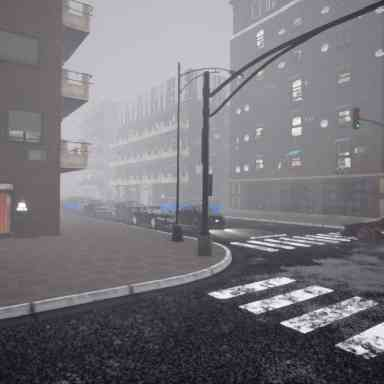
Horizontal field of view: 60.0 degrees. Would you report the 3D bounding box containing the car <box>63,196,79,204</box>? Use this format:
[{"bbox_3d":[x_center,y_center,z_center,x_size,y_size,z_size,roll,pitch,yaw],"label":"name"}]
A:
[{"bbox_3d":[-24.610,1.614,67.487,1.967,1.590,4.097,1,-1,-35],"label":"car"}]

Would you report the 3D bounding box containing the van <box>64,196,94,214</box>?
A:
[{"bbox_3d":[-11.989,1.361,35.403,1.690,1.788,3.998,1,-1,-35],"label":"van"}]

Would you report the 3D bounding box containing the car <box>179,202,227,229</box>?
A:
[{"bbox_3d":[0.388,1.581,21.845,1.994,1.385,4.181,1,-1,-35],"label":"car"}]

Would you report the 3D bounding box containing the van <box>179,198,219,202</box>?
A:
[{"bbox_3d":[0.858,1.439,30.686,1.690,1.788,3.998,1,-1,-35],"label":"van"}]

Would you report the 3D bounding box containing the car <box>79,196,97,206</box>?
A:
[{"bbox_3d":[-18.243,1.597,58.287,1.967,1.590,4.097,1,-1,-35],"label":"car"}]

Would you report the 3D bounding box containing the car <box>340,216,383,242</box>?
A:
[{"bbox_3d":[9.570,1.559,14.792,5.357,1.411,2.033,0,0,28],"label":"car"}]

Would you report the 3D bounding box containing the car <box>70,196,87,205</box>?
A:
[{"bbox_3d":[-21.427,1.606,62.887,1.967,1.590,4.097,1,-1,-35],"label":"car"}]

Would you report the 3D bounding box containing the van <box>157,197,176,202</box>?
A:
[{"bbox_3d":[-2.326,1.450,35.286,1.690,1.788,3.998,1,-1,-35],"label":"van"}]

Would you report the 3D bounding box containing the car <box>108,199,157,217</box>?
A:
[{"bbox_3d":[-5.517,1.528,30.381,2.128,1.511,4.902,1,-1,-35],"label":"car"}]

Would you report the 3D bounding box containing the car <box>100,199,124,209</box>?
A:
[{"bbox_3d":[-11.878,1.683,49.086,1.887,1.381,4.507,1,-1,-35],"label":"car"}]

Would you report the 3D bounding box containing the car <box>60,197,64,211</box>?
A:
[{"bbox_3d":[-15.174,1.581,40.001,2.008,1.369,4.403,1,-1,-35],"label":"car"}]

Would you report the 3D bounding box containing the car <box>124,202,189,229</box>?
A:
[{"bbox_3d":[-2.440,1.540,21.600,2.008,1.369,4.403,1,-1,-35],"label":"car"}]

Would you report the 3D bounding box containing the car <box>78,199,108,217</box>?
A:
[{"bbox_3d":[-8.808,1.592,30.801,1.802,1.307,4.206,1,-1,-35],"label":"car"}]

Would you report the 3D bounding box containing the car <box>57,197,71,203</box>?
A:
[{"bbox_3d":[-27.795,1.727,72.087,1.887,1.381,4.507,1,-1,-35],"label":"car"}]

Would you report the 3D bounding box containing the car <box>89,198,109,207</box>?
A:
[{"bbox_3d":[-15.061,1.730,53.685,1.802,1.307,4.206,1,-1,-35],"label":"car"}]
